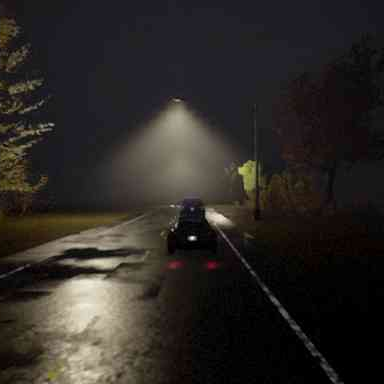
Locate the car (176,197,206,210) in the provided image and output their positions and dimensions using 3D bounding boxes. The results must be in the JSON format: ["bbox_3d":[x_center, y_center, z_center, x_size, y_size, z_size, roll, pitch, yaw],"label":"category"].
[{"bbox_3d":[0.031,1.477,29.012,2.150,2.045,5.566,0,0,0],"label":"car"}]

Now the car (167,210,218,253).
[{"bbox_3d":[0.019,1.695,14.311,1.994,1.385,4.181,0,0,0],"label":"car"}]

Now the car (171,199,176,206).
[{"bbox_3d":[-3.426,2.152,71.000,2.033,1.411,5.357,0,0,0],"label":"car"}]
